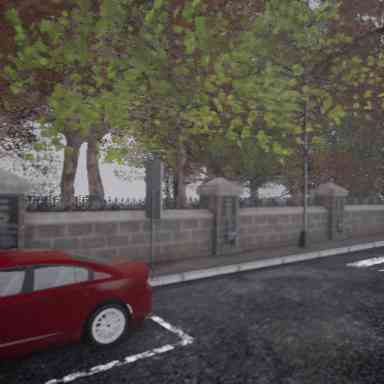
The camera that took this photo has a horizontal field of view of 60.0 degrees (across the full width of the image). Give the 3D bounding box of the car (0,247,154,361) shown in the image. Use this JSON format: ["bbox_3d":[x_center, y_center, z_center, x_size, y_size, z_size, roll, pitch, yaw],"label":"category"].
[{"bbox_3d":[-2.737,1.549,4.765,4.507,1.381,1.887,1,0,-36],"label":"car"}]
